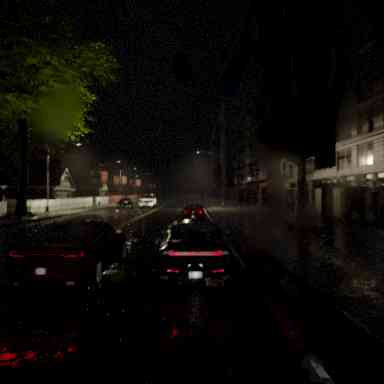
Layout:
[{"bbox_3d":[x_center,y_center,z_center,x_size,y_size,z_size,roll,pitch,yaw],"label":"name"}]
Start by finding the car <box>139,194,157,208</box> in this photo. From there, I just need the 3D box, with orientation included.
[{"bbox_3d":[-6.517,1.360,49.621,2.150,2.045,5.566,0,0,0],"label":"car"}]

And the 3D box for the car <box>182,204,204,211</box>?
[{"bbox_3d":[0.090,1.690,29.315,1.895,1.301,4.718,0,0,0],"label":"car"}]

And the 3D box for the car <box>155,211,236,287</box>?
[{"bbox_3d":[0.091,1.522,9.367,2.128,1.511,4.902,0,0,0],"label":"car"}]

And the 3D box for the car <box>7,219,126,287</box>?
[{"bbox_3d":[-3.154,1.508,9.409,1.882,1.535,5.008,0,0,0],"label":"car"}]

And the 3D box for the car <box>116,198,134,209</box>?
[{"bbox_3d":[-9.775,1.640,48.880,1.837,1.490,4.892,0,-1,0],"label":"car"}]
